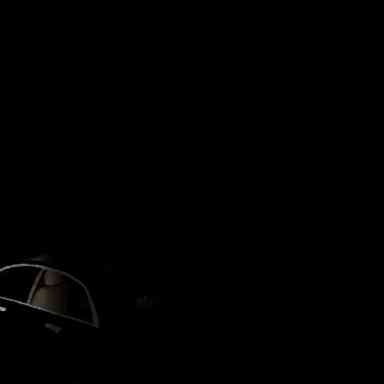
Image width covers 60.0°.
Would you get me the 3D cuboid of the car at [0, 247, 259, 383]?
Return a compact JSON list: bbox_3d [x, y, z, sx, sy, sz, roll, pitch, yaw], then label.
[{"bbox_3d":[-1.565,1.482,4.370,4.892,1.521,2.231,0,0,36],"label":"car"}]
